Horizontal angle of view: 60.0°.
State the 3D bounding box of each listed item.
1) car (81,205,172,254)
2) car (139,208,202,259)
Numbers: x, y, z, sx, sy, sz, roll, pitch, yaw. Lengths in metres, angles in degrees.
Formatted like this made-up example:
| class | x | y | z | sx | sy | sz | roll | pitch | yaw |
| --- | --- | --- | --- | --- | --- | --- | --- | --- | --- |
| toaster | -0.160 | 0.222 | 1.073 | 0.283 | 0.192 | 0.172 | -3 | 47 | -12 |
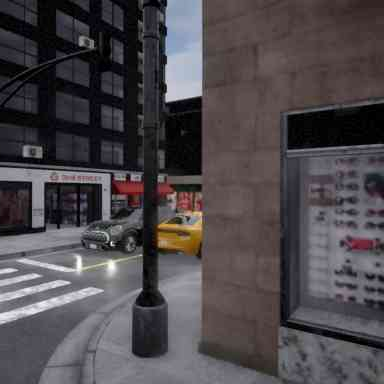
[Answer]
| class | x | y | z | sx | sy | sz | roll | pitch | yaw |
| --- | --- | --- | --- | --- | --- | --- | --- | --- | --- |
| car | -2.319 | 1.366 | 13.813 | 2.097 | 1.767 | 4.553 | 0 | 0 | 33 |
| car | 0.465 | 1.501 | 12.860 | 1.882 | 1.535 | 5.008 | 0 | 0 | 33 |
